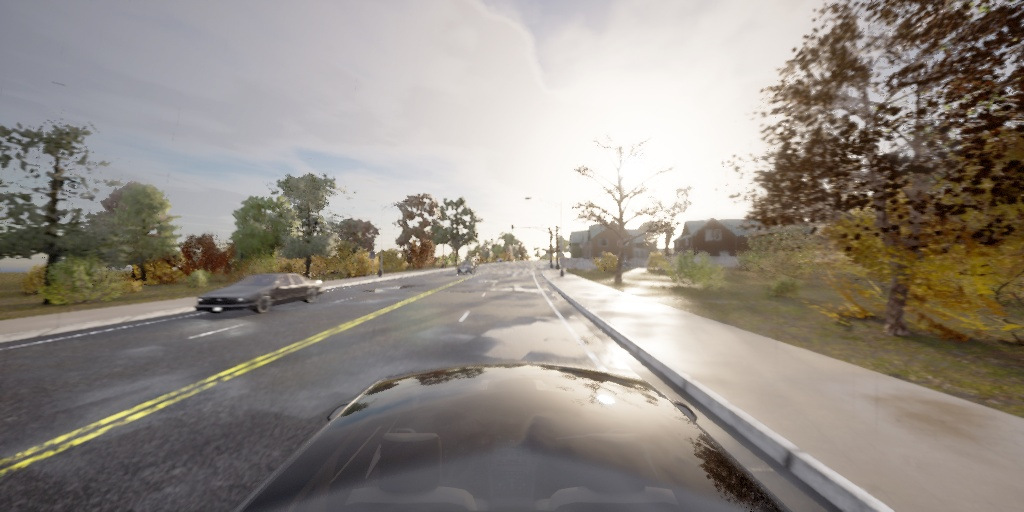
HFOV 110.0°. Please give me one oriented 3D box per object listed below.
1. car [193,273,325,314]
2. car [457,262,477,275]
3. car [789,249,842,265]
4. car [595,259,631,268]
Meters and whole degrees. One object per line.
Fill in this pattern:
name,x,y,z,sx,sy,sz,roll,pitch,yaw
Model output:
car,-9.821,1.407,14.637,2.033,1.411,5.357,0,0,1
car,-5.536,1.499,44.297,2.128,1.511,4.902,0,0,3
car,39.011,0.091,46.195,5.566,2.045,2.150,-1,-2,10
car,14.168,1.021,50.534,4.902,1.511,2.128,-1,-2,10
